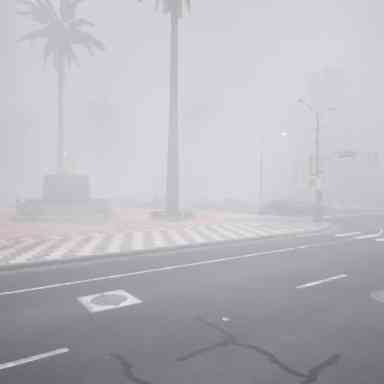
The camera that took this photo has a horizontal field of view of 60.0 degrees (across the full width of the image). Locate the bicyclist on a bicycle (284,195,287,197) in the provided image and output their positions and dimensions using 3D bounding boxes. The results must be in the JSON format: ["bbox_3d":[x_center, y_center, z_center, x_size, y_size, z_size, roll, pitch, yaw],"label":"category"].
[{"bbox_3d":[15.275,1.300,54.474,0.582,1.620,1.656,0,0,42],"label":"bicyclist on a bicycle"}]

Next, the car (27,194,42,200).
[{"bbox_3d":[-26.045,1.221,58.555,5.566,2.045,2.150,0,0,-10],"label":"car"}]

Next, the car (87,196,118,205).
[{"bbox_3d":[-15.836,1.491,59.119,4.902,1.511,2.128,0,0,2],"label":"car"}]

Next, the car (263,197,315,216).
[{"bbox_3d":[9.391,1.505,33.362,1.837,1.490,4.892,0,0,-37],"label":"car"}]

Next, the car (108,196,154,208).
[{"bbox_3d":[-8.665,1.548,47.455,5.357,1.411,2.033,0,0,15],"label":"car"}]

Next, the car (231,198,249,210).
[{"bbox_3d":[5.180,1.506,43.598,4.892,1.490,1.837,0,0,40],"label":"car"}]

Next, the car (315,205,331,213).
[{"bbox_3d":[12.221,1.601,35.489,1.895,1.301,4.718,0,0,-37],"label":"car"}]

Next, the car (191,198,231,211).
[{"bbox_3d":[2.063,1.525,41.750,4.674,1.442,1.812,0,0,38],"label":"car"}]

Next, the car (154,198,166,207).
[{"bbox_3d":[-4.355,1.564,49.504,4.181,1.385,1.994,0,0,21],"label":"car"}]

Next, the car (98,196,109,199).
[{"bbox_3d":[-12.497,1.505,55.382,4.892,1.490,1.837,0,-1,8],"label":"car"}]
